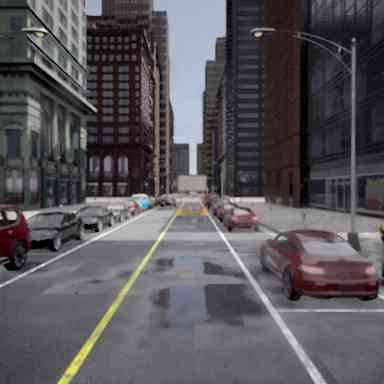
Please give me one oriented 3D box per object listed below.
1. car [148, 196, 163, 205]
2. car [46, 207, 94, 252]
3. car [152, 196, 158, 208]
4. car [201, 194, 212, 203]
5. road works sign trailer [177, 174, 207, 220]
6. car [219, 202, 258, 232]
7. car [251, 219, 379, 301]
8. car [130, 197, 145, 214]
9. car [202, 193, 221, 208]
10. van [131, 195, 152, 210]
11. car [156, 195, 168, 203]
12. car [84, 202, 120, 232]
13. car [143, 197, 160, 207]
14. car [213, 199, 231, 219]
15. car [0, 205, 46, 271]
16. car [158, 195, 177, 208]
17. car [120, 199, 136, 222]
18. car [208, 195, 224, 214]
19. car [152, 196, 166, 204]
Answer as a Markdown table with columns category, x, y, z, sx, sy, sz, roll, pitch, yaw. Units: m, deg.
| category | x | y | z | sx | sy | sz | roll | pitch | yaw |
| --- | --- | --- | --- | --- | --- | --- | --- | --- | --- |
| car | -5.741 | 1.343 | 53.053 | 1.947 | 1.339 | 4.313 | 0 | 0 | 0 |
| car | -5.758 | 1.504 | 13.598 | 1.947 | 1.339 | 4.313 | 0 | 0 | 0 |
| car | -5.746 | 1.345 | 41.610 | 1.752 | 1.417 | 4.829 | 0 | 0 | 0 |
| car | 2.788 | 1.177 | 64.324 | 1.967 | 1.590 | 4.097 | 0 | 0 | 0 |
| road works sign trailer | 0.013 | 0.344 | 26.758 | 2.380 | 3.560 | 2.880 | 0 | 0 | 0 |
| car | 2.769 | 1.494 | 19.236 | 1.802 | 1.307 | 4.206 | 0 | 0 | 0 |
| car | 2.764 | 1.545 | 7.963 | 1.802 | 1.307 | 4.206 | 0 | 0 | 0 |
| car | -5.751 | 1.446 | 30.508 | 1.802 | 1.307 | 4.206 | 0 | 0 | 0 |
| car | 2.778 | 1.133 | 41.778 | 2.192 | 1.841 | 5.009 | 0 | 0 | 0 |
| van | -5.749 | 1.182 | 36.143 | 1.690 | 1.788 | 3.998 | 0 | 0 | 0 |
| car | -5.736 | 1.288 | 64.327 | 2.008 | 1.369 | 4.403 | 0 | 0 | 0 |
| car | -5.756 | 1.478 | 19.234 | 1.947 | 1.339 | 4.313 | 0 | 0 | 0 |
| car | -5.743 | 1.380 | 47.417 | 1.802 | 1.307 | 4.206 | 0 | 0 | 0 |
| car | 2.771 | 1.469 | 24.872 | 1.802 | 1.307 | 4.206 | 0 | 0 | 0 |
| car | -5.762 | 1.279 | 7.960 | 2.192 | 1.841 | 5.009 | 0 | 0 | 0 |
| car | -3.066 | 1.374 | 44.198 | 1.994 | 1.385 | 4.181 | 0 | 0 | 0 |
| car | -5.754 | 1.439 | 24.870 | 2.008 | 1.369 | 4.403 | 0 | 0 | 0 |
| car | 2.773 | 1.304 | 30.508 | 1.967 | 1.590 | 4.097 | 0 | 0 | 0 |
| car | -5.739 | 1.323 | 58.690 | 1.947 | 1.339 | 4.313 | 0 | 0 | 0 |
